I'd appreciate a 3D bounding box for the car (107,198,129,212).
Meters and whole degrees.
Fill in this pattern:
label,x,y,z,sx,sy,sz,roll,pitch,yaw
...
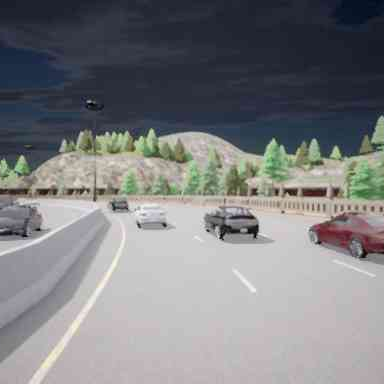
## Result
label,x,y,z,sx,sy,sz,roll,pitch,yaw
car,-8.795,1.506,39.387,2.128,1.511,4.902,0,0,-24

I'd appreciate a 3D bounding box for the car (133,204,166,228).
label,x,y,z,sx,sy,sz,roll,pitch,yaw
car,-2.873,1.508,22.242,1.812,1.442,4.674,0,0,-14

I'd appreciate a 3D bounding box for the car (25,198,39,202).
label,x,y,z,sx,sy,sz,roll,pitch,yaw
car,-26.763,1.705,55.524,1.812,1.442,4.674,0,0,-37

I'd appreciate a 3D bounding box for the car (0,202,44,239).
label,x,y,z,sx,sy,sz,roll,pitch,yaw
car,-9.155,1.523,17.460,1.837,1.490,4.892,0,0,-12

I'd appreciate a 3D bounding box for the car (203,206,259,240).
label,x,y,z,sx,sy,sz,roll,pitch,yaw
car,1.838,1.455,16.788,2.128,1.511,4.902,0,0,-10

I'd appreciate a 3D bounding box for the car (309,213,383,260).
label,x,y,z,sx,sy,sz,roll,pitch,yaw
car,6.085,1.478,12.238,1.812,1.442,4.674,0,0,-7

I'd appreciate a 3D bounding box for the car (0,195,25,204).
label,x,y,z,sx,sy,sz,roll,pitch,yaw
car,-15.148,1.274,26.447,2.150,2.045,5.566,0,0,-19

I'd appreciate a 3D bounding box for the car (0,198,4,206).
label,x,y,z,sx,sy,sz,roll,pitch,yaw
car,-36.933,1.808,61.800,2.033,1.411,5.357,-1,0,-45
